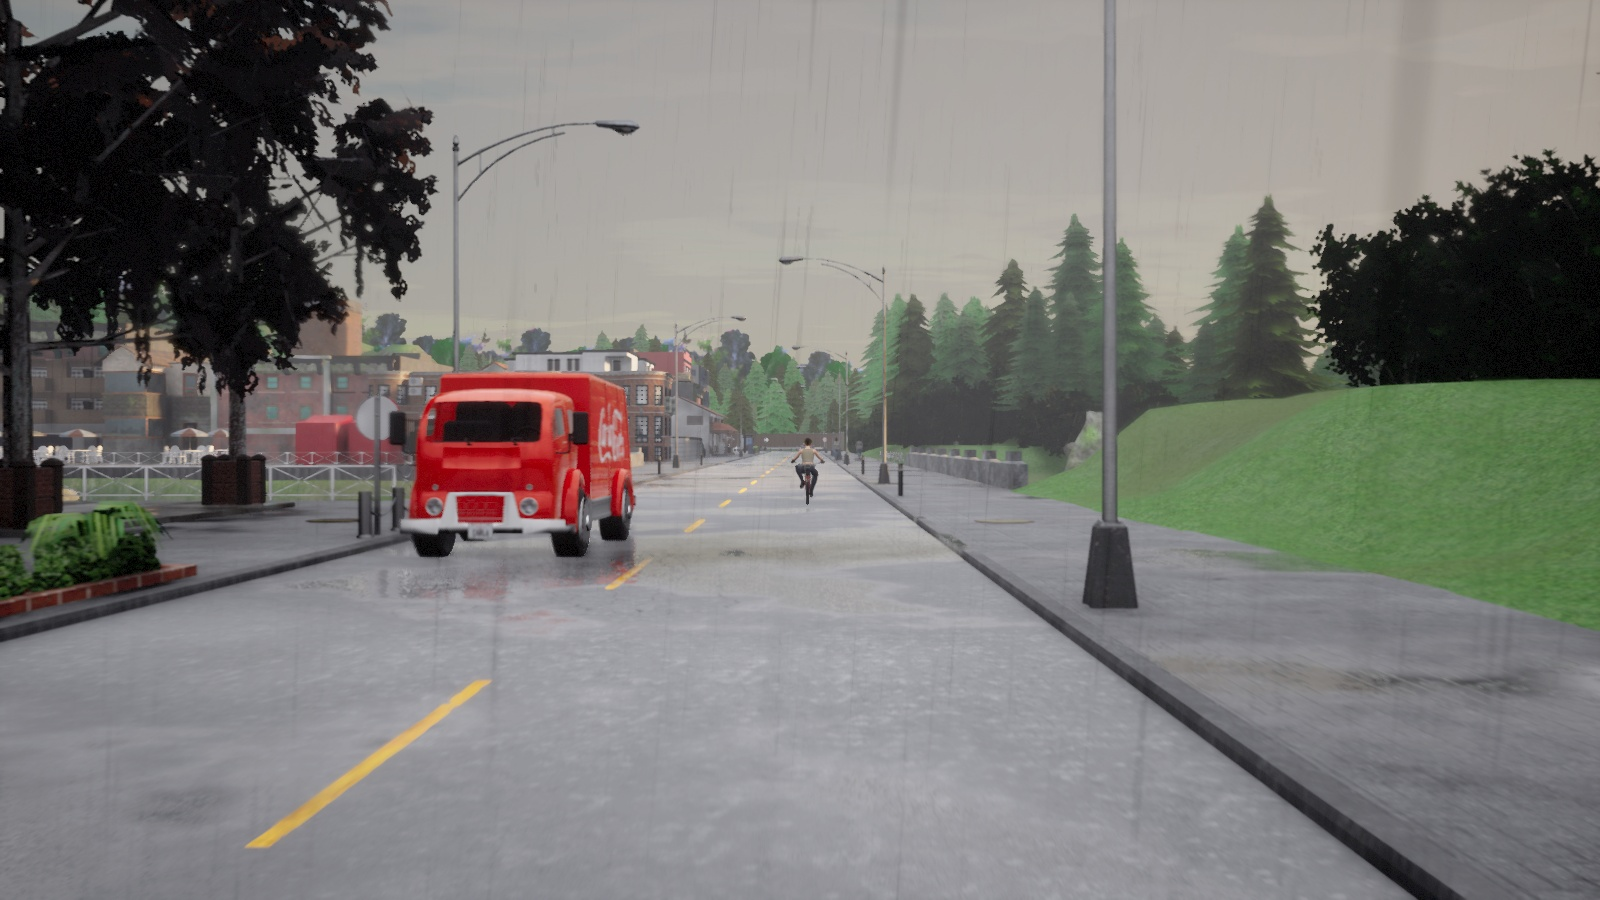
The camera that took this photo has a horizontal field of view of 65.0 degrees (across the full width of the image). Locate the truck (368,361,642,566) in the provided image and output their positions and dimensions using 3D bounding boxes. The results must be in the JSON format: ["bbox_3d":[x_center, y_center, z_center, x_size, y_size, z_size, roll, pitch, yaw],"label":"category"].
[{"bbox_3d":[-3.883,0.160,17.732,2.627,2.467,5.204,0,0,0],"label":"truck"}]

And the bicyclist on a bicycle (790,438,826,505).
[{"bbox_3d":[0.191,0.508,30.987,0.866,1.612,1.509,0,0,0],"label":"bicyclist on a bicycle"}]
